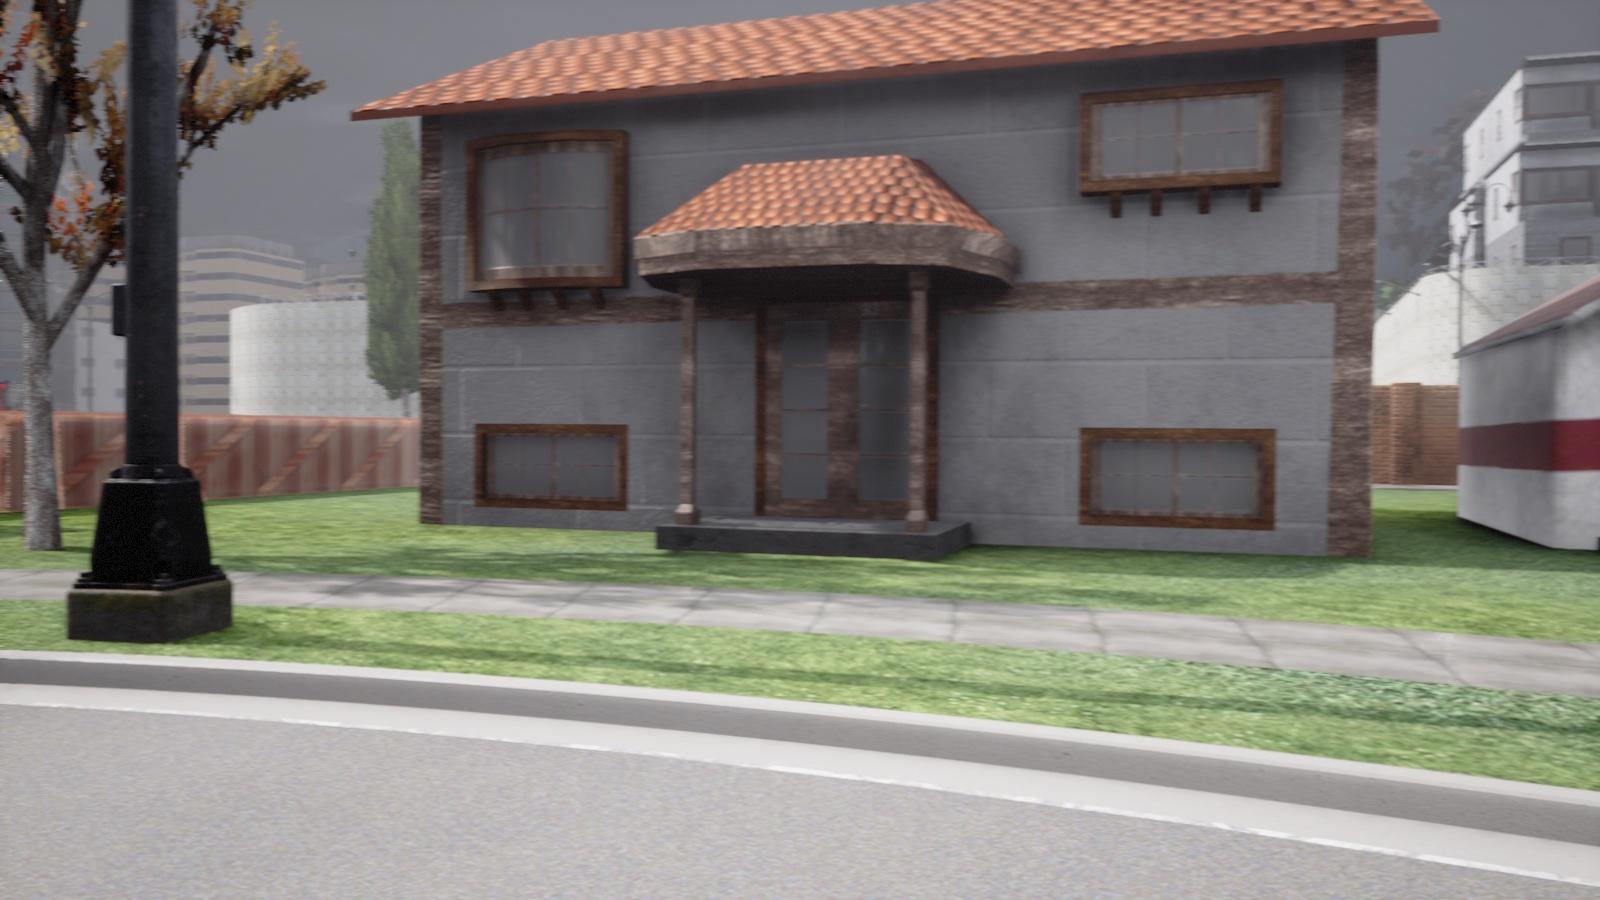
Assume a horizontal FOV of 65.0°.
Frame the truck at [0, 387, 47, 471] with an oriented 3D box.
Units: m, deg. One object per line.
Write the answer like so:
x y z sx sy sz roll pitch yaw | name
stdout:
-40.229 -0.939 58.334 8.468 3.827 2.891 -1 1 -14 | truck
